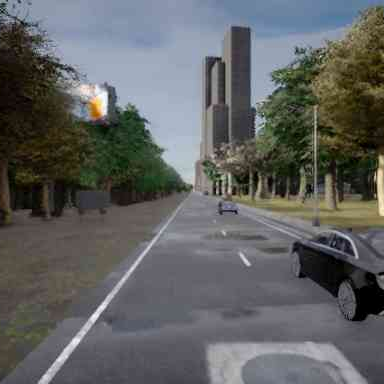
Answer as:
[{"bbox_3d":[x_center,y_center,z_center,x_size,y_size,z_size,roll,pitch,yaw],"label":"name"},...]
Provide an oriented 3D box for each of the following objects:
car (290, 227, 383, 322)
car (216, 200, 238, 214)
[{"bbox_3d":[3.602,1.493,7.201,2.128,1.511,4.902,0,0,0],"label":"car"},{"bbox_3d":[3.608,1.545,34.611,2.033,1.411,5.357,0,0,0],"label":"car"}]
